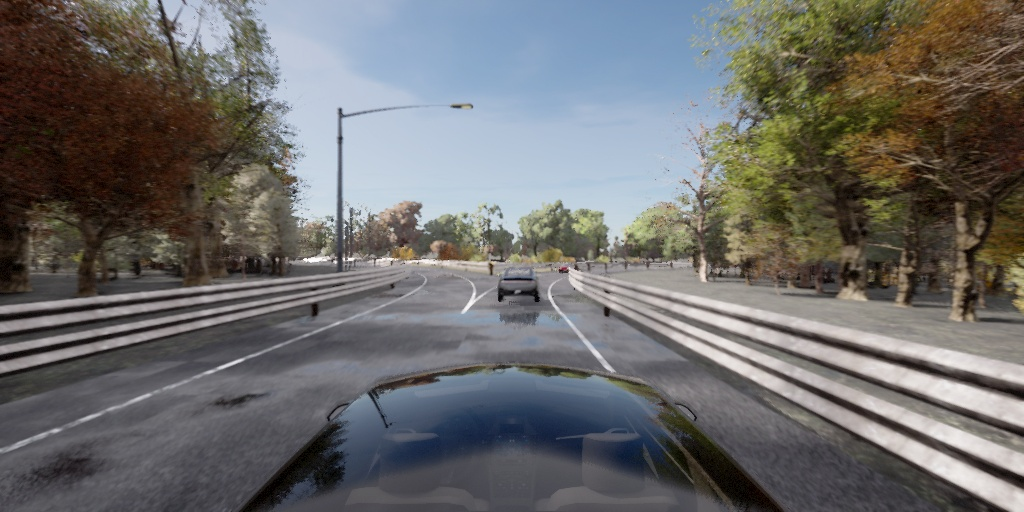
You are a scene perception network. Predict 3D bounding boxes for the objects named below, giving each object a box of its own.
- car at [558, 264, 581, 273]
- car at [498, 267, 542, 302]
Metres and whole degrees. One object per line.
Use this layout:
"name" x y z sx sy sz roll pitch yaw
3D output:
"car" 8.000 1.710 49.259 1.895 1.301 4.718 0 -1 27
"car" 0.407 1.286 17.456 2.128 1.511 4.902 0 0 4
